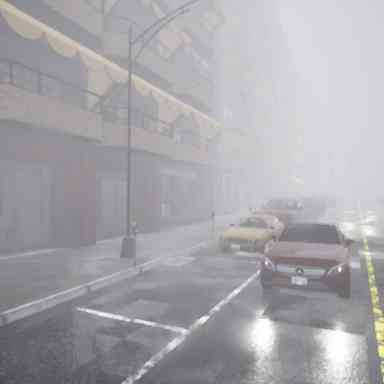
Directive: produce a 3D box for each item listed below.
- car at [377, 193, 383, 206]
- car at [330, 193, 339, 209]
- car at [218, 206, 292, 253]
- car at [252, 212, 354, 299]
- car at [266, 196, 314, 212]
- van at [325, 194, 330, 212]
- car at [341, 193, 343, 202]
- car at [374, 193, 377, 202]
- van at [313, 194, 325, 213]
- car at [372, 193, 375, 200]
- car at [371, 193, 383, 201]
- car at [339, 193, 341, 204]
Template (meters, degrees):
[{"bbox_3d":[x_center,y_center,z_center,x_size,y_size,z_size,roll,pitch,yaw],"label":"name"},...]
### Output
[{"bbox_3d":[29.249,1.108,49.396,2.192,1.841,5.009,1,1,26],"label":"car"},{"bbox_3d":[17.334,1.169,43.024,2.192,1.841,5.009,1,1,26],"label":"car"},{"bbox_3d":[2.516,1.488,13.144,1.752,1.417,4.829,1,1,26],"label":"car"},{"bbox_3d":[3.143,1.492,8.693,1.812,1.442,4.674,0,0,26],"label":"car"},{"bbox_3d":[5.053,1.254,18.250,2.192,1.841,5.009,1,1,26],"label":"car"},{"bbox_3d":[12.420,1.224,33.115,1.690,1.788,3.998,1,1,26],"label":"van"},{"bbox_3d":[24.699,1.386,57.893,1.947,1.339,4.313,1,1,26],"label":"car"},{"bbox_3d":[34.161,1.216,59.310,1.967,1.590,4.097,1,1,26],"label":"car"},{"bbox_3d":[9.964,1.240,28.158,1.690,1.788,3.998,1,1,26],"label":"van"},{"bbox_3d":[39.073,1.348,69.222,1.802,1.307,4.206,1,0,26],"label":"car"},{"bbox_3d":[43.990,1.080,79.132,2.192,1.841,5.009,1,0,26],"label":"car"},{"bbox_3d":[19.790,1.156,47.979,2.192,1.841,5.009,1,1,26],"label":"car"}]
